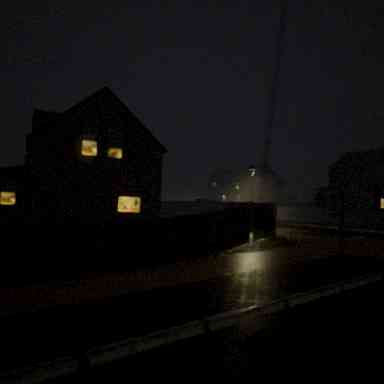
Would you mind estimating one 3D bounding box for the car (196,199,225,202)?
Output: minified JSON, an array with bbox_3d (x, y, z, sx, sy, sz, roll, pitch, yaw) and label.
[{"bbox_3d":[2.038,1.656,31.037,2.150,2.045,5.566,3,-2,-26],"label":"car"}]
